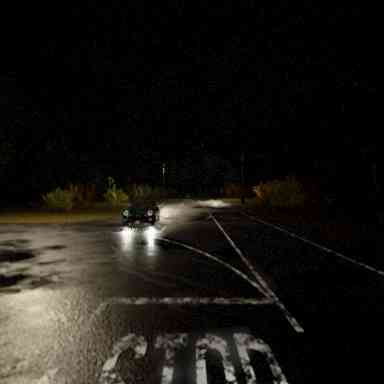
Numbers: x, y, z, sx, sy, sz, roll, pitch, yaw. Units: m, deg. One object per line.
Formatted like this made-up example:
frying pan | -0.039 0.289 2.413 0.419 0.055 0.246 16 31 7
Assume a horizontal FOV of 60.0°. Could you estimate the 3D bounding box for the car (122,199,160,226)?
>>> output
car | -3.455 1.336 23.342 2.097 1.767 4.553 0 0 0
